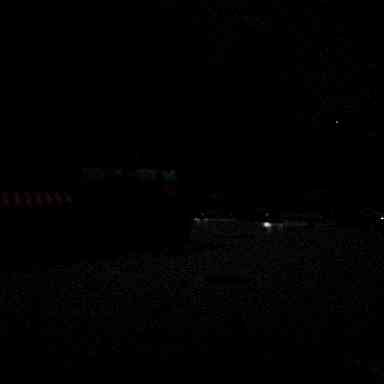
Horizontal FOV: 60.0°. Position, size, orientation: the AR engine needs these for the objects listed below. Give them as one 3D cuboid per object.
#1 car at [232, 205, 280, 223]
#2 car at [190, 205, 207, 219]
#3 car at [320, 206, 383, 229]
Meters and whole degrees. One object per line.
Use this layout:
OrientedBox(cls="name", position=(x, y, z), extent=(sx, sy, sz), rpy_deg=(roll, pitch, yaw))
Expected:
OrientedBox(cls="car", position=(5.786, 1.971, 30.664), extent=(1.882, 1.535, 5.008), rpy_deg=(-1, -1, -36))
OrientedBox(cls="car", position=(-0.226, 2.311, 39.105), extent=(2.128, 1.511, 4.902), rpy_deg=(-1, -1, -35))
OrientedBox(cls="car", position=(11.308, 1.705, 22.943), extent=(2.128, 1.511, 4.902), rpy_deg=(-1, -1, -35))
